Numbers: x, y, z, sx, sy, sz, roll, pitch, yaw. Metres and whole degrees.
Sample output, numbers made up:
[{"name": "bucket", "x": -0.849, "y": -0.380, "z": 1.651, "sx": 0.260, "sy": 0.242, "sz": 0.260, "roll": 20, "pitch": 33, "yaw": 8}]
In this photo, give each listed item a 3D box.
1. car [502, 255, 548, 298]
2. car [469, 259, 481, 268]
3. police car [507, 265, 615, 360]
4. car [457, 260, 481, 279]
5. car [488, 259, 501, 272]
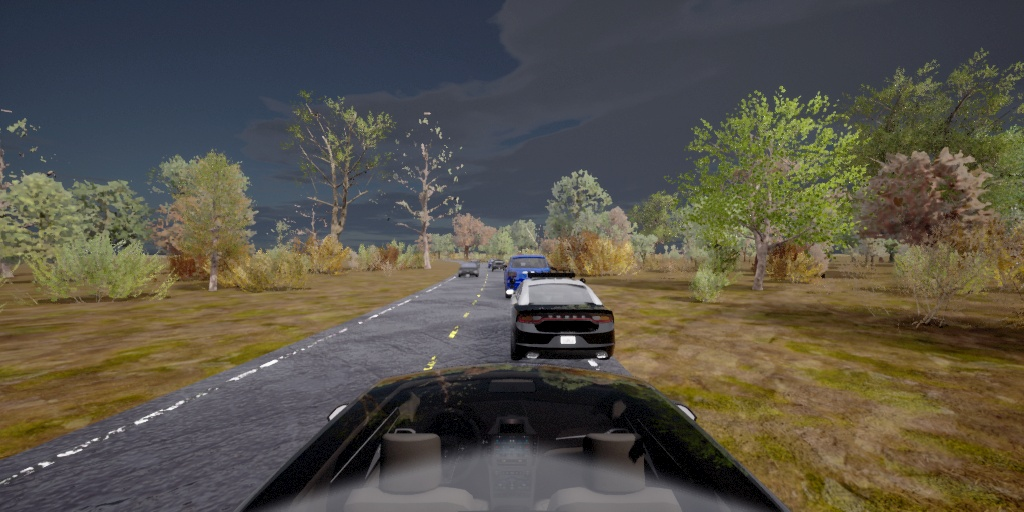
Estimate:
[{"name": "car", "x": 0.716, "y": 0.972, "z": 18.431, "sx": 2.150, "sy": 2.045, "sz": 5.566, "roll": 0, "pitch": 0, "yaw": -2}, {"name": "car", "x": -6.640, "y": 1.320, "z": 63.755, "sx": 1.994, "sy": 1.385, "sz": 4.181, "roll": 0, "pitch": 0, "yaw": -7}, {"name": "police car", "x": 0.899, "y": 1.174, "z": 8.463, "sx": 1.930, "sy": 1.638, "sz": 5.238, "roll": 0, "pitch": 0, "yaw": 0}, {"name": "car", "x": -3.956, "y": 1.296, "z": 33.320, "sx": 2.033, "sy": 1.411, "sz": 5.357, "roll": 0, "pitch": 0, "yaw": -3}, {"name": "car", "x": -1.787, "y": 1.254, "z": 46.959, "sx": 1.837, "sy": 1.490, "sz": 4.892, "roll": 0, "pitch": 0, "yaw": -5}]
